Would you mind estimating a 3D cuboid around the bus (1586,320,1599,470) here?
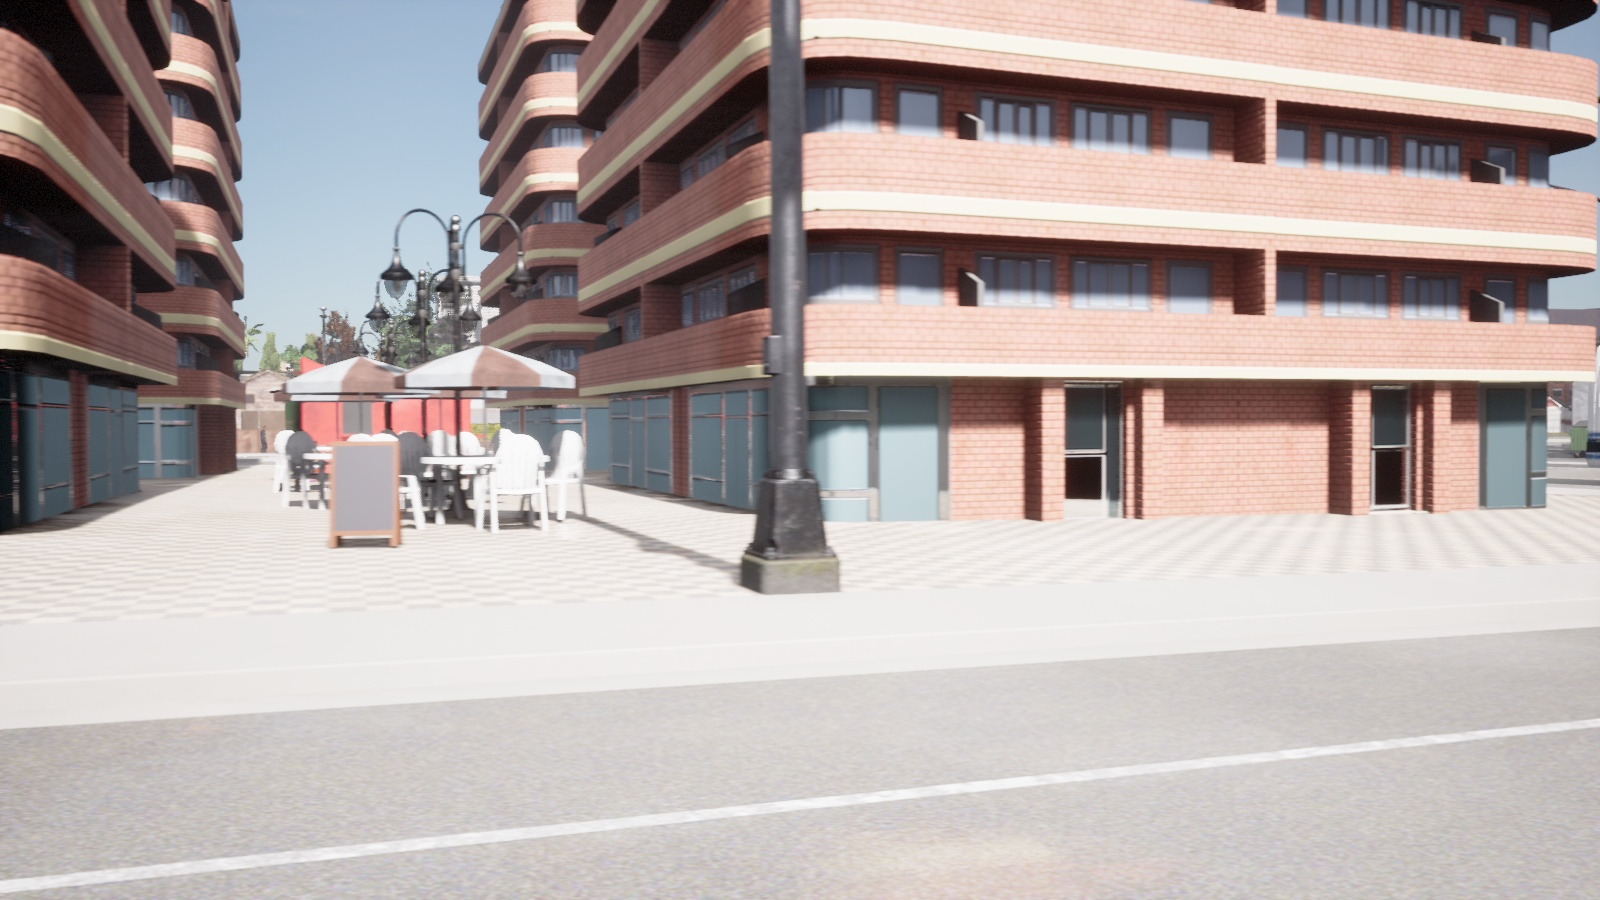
[{"bbox_3d":[26.532,-1.590,32.223,3.944,4.253,10.273,-2,1,-24],"label":"bus"}]
